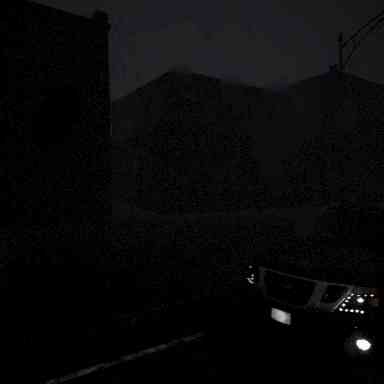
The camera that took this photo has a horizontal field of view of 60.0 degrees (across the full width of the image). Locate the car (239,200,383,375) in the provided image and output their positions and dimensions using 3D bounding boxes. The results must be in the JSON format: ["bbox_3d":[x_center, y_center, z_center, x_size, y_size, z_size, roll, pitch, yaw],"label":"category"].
[{"bbox_3d":[3.361,1.185,5.774,5.566,2.045,2.150,0,0,-35],"label":"car"}]
